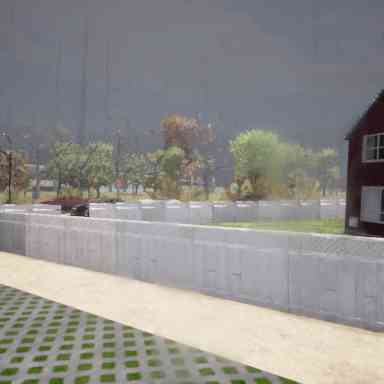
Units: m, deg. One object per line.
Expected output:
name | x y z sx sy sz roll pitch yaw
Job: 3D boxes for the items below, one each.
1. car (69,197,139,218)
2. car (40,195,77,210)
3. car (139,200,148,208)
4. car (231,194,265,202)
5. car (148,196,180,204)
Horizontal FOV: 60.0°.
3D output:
car | -7.074 1.451 26.782 4.902 1.511 2.128 -1 2 -18
car | -13.417 1.124 35.145 5.008 1.535 1.882 0 2 -18
car | -6.849 1.346 30.282 4.892 1.490 1.837 -1 2 -18
car | 7.196 1.028 42.025 4.674 1.442 1.812 -1 2 -18
car | -3.893 1.176 38.333 4.718 1.301 1.895 0 2 -19
